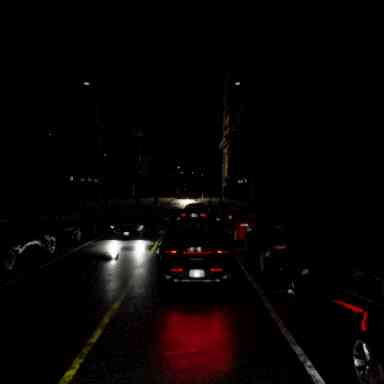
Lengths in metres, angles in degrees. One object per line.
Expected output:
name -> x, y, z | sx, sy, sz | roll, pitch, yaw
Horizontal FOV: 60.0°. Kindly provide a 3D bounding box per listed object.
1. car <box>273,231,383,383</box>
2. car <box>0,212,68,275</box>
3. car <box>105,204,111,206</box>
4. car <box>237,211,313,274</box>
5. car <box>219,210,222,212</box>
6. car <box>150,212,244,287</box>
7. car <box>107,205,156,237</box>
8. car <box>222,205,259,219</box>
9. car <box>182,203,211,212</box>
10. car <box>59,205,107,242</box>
car -> 2.752, 1.557, 4.911 | 1.947, 1.339, 4.313 | -1, 0, 0
car -> -5.773, 1.548, 10.417 | 1.947, 1.339, 4.313 | -1, 0, 0
car -> -5.773, 1.508, 21.427 | 1.887, 1.381, 4.507 | -1, 0, 0
car -> 2.752, 1.526, 10.416 | 1.887, 1.381, 4.507 | -1, 0, 0
car -> 2.752, 1.508, 21.427 | 1.887, 1.381, 4.507 | -1, 0, 0
car -> 0.100, 1.484, 9.310 | 1.837, 1.490, 4.892 | 0, -1, 0
car -> -3.010, 1.517, 17.943 | 2.033, 1.411, 5.357 | 0, 0, 0
car -> 2.752, 1.517, 15.921 | 1.887, 1.381, 4.507 | -1, 0, 0
car -> 0.277, 1.508, 23.432 | 2.033, 1.411, 5.357 | 0, 0, 4
car -> -5.773, 1.523, 15.922 | 2.008, 1.369, 4.403 | -1, 0, 0
